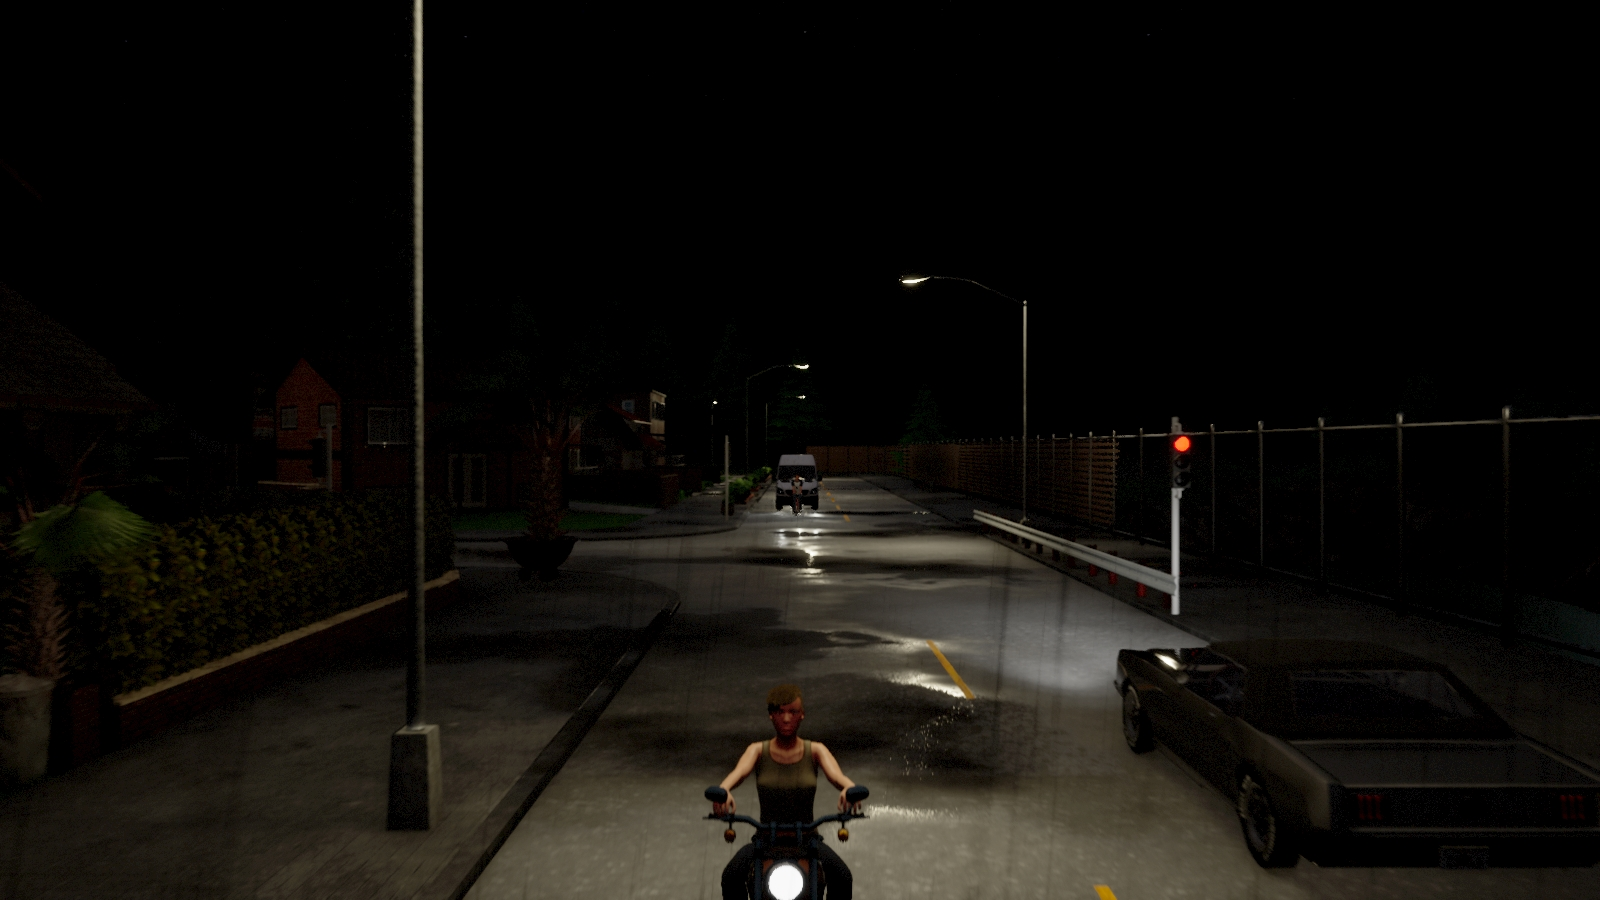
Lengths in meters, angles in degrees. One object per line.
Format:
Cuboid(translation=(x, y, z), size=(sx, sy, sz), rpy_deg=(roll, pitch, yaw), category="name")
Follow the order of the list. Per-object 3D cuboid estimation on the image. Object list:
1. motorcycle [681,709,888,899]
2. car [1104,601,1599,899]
Cuboid(translation=(-0.065, 2.150, 5.404), size=(0.764, 1.307, 2.356), rpy_deg=(0, 0, 0), category="motorcycle")
Cuboid(translation=(3.969, 2.147, 8.978), size=(1.895, 1.301, 4.718), rpy_deg=(0, 0, 0), category="car")
